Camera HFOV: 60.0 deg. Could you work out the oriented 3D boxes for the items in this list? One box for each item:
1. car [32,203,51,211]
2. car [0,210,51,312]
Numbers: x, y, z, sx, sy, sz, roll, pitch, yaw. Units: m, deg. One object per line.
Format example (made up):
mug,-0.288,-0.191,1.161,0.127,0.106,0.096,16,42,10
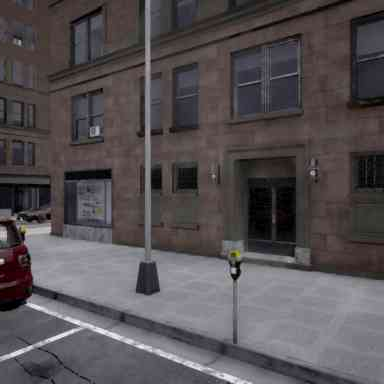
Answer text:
car,-10.254,1.503,25.184,2.033,1.411,5.357,0,0,36
car,-5.082,1.315,6.423,5.009,1.841,2.192,0,0,35
